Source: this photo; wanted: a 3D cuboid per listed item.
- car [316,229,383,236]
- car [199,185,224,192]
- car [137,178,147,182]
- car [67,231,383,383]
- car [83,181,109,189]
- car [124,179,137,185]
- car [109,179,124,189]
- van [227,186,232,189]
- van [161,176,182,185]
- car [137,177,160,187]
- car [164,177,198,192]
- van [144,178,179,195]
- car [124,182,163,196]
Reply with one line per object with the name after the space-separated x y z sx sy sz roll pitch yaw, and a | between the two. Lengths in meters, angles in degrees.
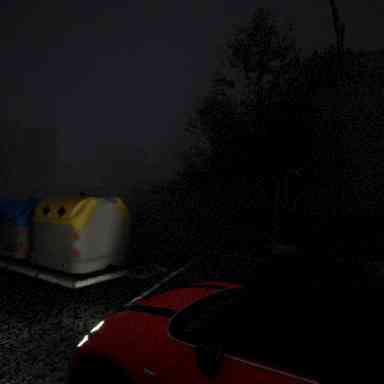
3.363 1.511 7.084 2.163 1.488 4.792 0 -1 16 | car
2.522 -1.053 57.343 4.553 1.767 2.185 4 7 35 | car
-11.594 -1.829 68.510 4.792 1.488 2.163 2 6 34 | car
1.036 1.354 2.704 4.553 1.767 2.097 0 0 35 | car
-18.690 -1.297 63.268 4.674 1.452 2.002 2 5 33 | car
-13.922 -1.808 66.721 4.553 1.767 2.185 2 6 34 | car
-16.291 -1.481 64.997 4.792 1.488 2.163 2 5 34 | car
5.119 -1.315 58.943 4.442 1.987 1.878 4 7 35 | van
-4.546 -2.606 73.753 4.442 1.987 1.878 2 6 34 | van
-9.171 -2.155 70.204 4.553 1.767 2.185 2 6 34 | car
-2.428 -0.837 53.945 5.566 2.045 2.435 4 7 35 | car
-4.778 -0.633 52.182 4.442 1.987 1.878 4 7 35 | van
-7.350 -0.245 50.586 5.008 1.535 2.097 4 7 35 | car
